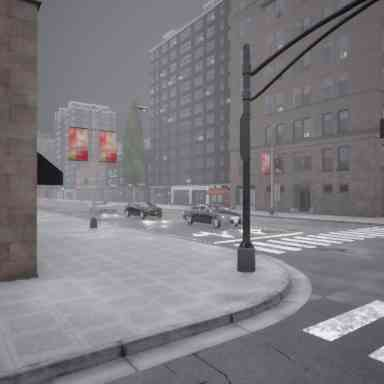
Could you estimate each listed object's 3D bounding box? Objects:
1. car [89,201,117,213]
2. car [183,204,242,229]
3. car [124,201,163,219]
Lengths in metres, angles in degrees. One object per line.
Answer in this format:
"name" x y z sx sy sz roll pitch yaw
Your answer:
"car" -10.440 1.741 38.894 1.895 1.301 4.718 0 0 -36
"car" 1.284 1.554 22.549 2.128 1.511 4.902 0 0 -36
"car" -4.538 1.579 30.659 1.882 1.535 5.008 0 0 -35
